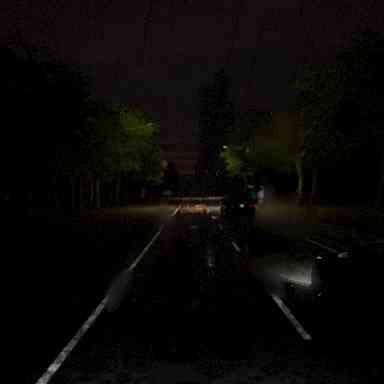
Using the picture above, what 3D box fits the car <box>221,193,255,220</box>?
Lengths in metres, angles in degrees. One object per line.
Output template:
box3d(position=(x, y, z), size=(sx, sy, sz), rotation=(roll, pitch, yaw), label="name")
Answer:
box3d(position=(3.602, 1.082, 26.611), size=(2.150, 2.045, 5.566), rotation=(0, 0, 0), label="car")

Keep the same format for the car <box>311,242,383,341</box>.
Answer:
box3d(position=(3.601, 1.531, 5.630), size=(1.994, 1.385, 4.181), rotation=(0, 0, 0), label="car")

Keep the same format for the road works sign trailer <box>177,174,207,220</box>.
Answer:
box3d(position=(0.001, 0.325, 26.612), size=(2.380, 3.560, 2.880), rotation=(0, 0, 0), label="road works sign trailer")
